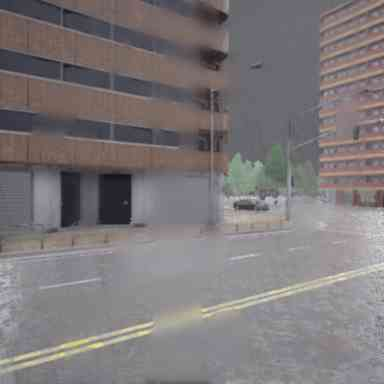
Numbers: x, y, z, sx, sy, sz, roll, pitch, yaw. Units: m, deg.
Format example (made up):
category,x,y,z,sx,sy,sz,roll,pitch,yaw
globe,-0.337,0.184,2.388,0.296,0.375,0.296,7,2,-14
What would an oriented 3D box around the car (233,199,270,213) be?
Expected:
category,x,y,z,sx,sy,sz,roll,pitch,yaw
car,6.852,1.555,38.607,1.837,1.490,4.892,0,0,-35
